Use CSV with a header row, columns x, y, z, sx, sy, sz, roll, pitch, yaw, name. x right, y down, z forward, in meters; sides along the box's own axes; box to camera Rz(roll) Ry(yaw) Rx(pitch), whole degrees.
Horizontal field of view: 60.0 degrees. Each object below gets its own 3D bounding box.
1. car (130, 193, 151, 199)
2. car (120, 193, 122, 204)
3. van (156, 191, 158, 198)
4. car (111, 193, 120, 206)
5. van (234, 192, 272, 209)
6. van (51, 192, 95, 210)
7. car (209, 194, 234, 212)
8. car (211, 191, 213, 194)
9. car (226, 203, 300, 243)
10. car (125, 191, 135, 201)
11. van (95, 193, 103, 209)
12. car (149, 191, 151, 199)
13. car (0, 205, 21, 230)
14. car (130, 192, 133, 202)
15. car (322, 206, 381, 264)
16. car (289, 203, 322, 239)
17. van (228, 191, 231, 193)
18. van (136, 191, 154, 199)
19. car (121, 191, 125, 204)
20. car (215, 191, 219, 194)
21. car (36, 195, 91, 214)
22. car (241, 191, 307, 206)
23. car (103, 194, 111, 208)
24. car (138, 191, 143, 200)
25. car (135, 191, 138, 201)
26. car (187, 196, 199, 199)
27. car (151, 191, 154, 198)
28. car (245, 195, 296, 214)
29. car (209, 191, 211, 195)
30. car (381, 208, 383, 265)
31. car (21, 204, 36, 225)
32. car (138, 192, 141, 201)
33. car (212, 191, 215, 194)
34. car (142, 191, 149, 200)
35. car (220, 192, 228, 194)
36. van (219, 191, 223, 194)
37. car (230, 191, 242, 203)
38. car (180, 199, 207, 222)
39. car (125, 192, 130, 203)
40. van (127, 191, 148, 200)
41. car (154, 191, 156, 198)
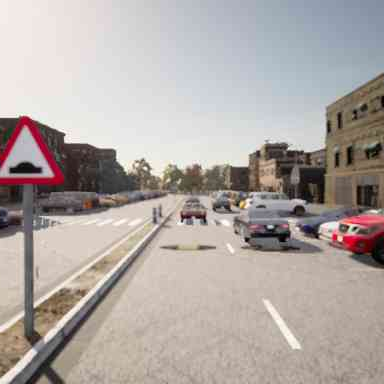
x,y,z,sx,sy,sz,roll,pitch,yaw,name
-12.534,1.014,81.418,4.892,1.521,2.231,0,0,0,car
-12.568,1.188,45.292,5.008,1.535,2.097,0,0,0,car
-12.413,0.771,92.533,4.442,1.987,1.878,0,0,0,van
-12.391,1.205,42.512,5.366,1.575,1.946,0,0,0,car
7.529,1.022,41.242,4.442,1.987,1.878,0,0,0,van
-12.701,1.039,34.173,4.442,1.987,1.878,0,0,0,van
3.104,1.311,36.052,1.837,1.490,4.892,0,0,0,car
7.836,1.037,77.086,5.366,1.575,1.946,0,0,0,car
3.095,1.457,15.747,2.033,1.411,5.357,-1,0,-1,car
-12.532,0.989,56.406,4.553,1.767,2.185,0,0,0,car
-12.698,1.021,36.952,4.442,1.987,1.878,0,0,0,van
-12.362,1.034,73.081,5.366,1.575,1.946,0,0,0,car
-12.571,1.119,17.495,5.566,2.045,2.435,0,0,0,car
-12.572,1.133,53.629,4.892,1.521,2.231,0,0,0,car
7.613,1.182,10.905,5.566,2.045,2.435,0,0,0,car
7.613,1.437,16.423,4.792,1.488,2.163,0,0,0,car
7.763,0.981,46.757,4.442,1.987,1.878,0,0,0,van
-12.649,0.774,89.756,4.442,1.987,1.878,0,0,0,van
-12.602,1.044,48.070,4.553,1.767,2.185,0,0,0,car
7.677,0.849,63.301,5.566,2.045,2.435,0,0,0,car
-12.580,1.284,31.395,4.892,1.521,2.231,0,0,0,car
7.672,1.076,30.209,5.566,2.045,2.435,0,0,0,car
-12.581,1.268,39.733,4.674,1.452,2.002,0,0,0,car
-12.549,1.072,64.745,4.892,1.521,2.231,0,0,0,car
-12.529,0.974,59.186,4.553,1.767,2.185,0,0,0,car
0.105,1.273,41.306,1.837,1.490,4.892,0,1,0,car
-12.514,0.768,78.637,5.566,2.045,2.435,0,0,0,car
7.675,1.183,32.845,4.553,1.767,2.185,0,0,0,car
7.645,1.018,85.359,4.892,1.521,2.231,0,0,0,car
7.609,1.320,8.148,4.553,1.767,2.185,0,0,0,car
-12.568,1.383,20.277,4.792,1.488,2.163,0,0,0,car
-12.555,1.124,61.966,4.674,1.452,2.002,0,0,0,car
7.644,1.051,74.330,4.892,1.521,2.231,0,0,0,car
-12.522,0.795,70.302,5.566,2.045,2.435,0,0,0,car
7.462,1.165,52.273,5.366,1.575,1.946,0,0,0,car
7.765,0.890,60.543,4.442,1.987,1.878,0,0,0,van
7.673,1.018,38.484,5.566,2.045,2.435,0,0,0,car
0.103,1.480,25.143,1.895,1.301,4.718,0,0,0,car
-12.564,1.151,50.852,5.008,1.535,2.097,0,0,0,car
-12.429,0.802,75.860,4.442,1.987,1.878,0,0,0,van
-12.532,1.043,86.851,4.674,1.452,2.002,0,0,0,car
